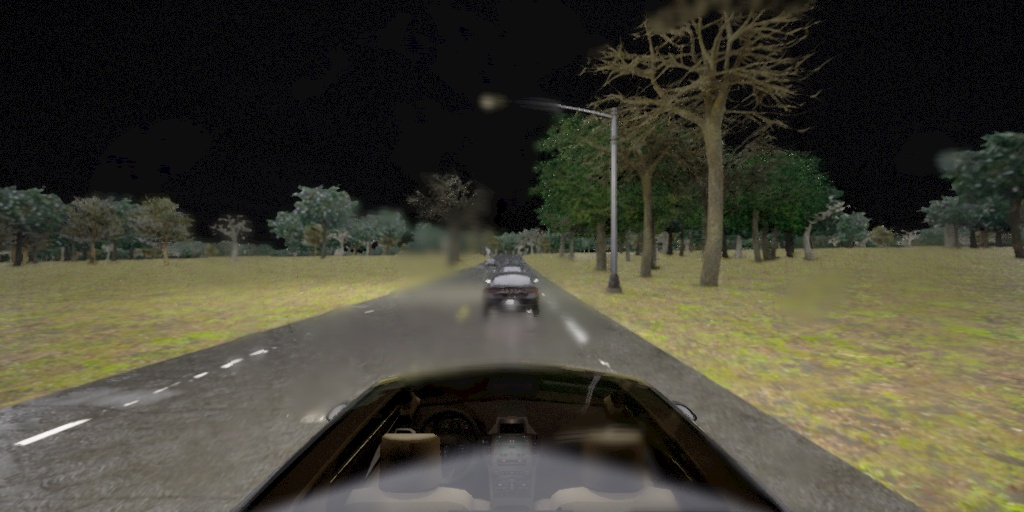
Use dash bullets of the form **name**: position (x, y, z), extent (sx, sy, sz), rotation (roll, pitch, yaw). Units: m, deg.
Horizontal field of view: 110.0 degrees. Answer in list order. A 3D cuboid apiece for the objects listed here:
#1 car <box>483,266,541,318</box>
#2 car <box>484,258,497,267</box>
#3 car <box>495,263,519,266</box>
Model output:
- **car**: position (0.034, 1.294, 13.442), extent (1.882, 1.535, 5.008), rotation (0, 0, 1)
- **car**: position (-3.541, 1.118, 60.058), extent (1.837, 1.490, 4.892), rotation (0, 1, 1)
- **car**: position (0.023, 1.391, 27.150), extent (2.033, 1.411, 5.357), rotation (0, 0, 0)
